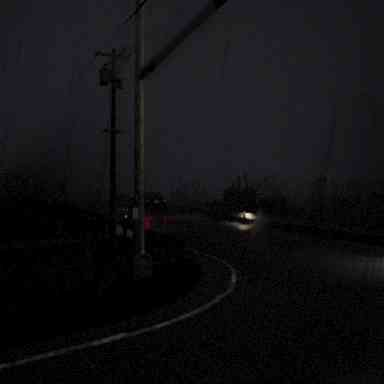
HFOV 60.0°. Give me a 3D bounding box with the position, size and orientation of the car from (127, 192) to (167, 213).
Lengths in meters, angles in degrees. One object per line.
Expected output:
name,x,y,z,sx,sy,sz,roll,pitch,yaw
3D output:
car,-3.977,0.781,28.875,2.097,1.767,4.553,0,1,-31
